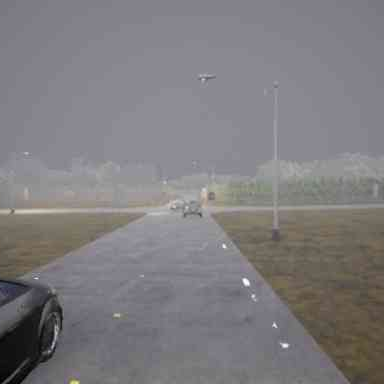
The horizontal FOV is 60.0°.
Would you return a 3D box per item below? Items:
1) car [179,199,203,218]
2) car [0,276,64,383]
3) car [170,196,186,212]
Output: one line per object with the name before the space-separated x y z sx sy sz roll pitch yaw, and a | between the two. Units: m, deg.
car | -0.003 1.645 31.800 2.033 1.411 5.357 0 0 -3
car | -2.849 1.580 3.136 1.994 1.385 4.181 0 0 0
car | -0.777 1.599 40.801 2.128 1.511 4.902 0 0 33
